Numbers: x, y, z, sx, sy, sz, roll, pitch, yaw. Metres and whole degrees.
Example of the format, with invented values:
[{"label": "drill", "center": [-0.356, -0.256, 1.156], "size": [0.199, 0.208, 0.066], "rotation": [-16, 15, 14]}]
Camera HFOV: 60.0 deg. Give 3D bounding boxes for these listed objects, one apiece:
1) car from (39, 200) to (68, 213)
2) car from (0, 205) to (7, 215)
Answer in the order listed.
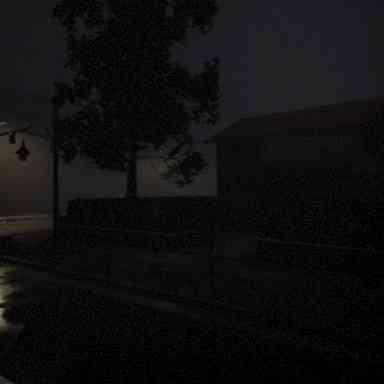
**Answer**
[{"label": "car", "center": [-16.954, 1.804, 42.047], "size": [1.812, 1.442, 4.674], "rotation": [-1, 0, 36]}, {"label": "car", "center": [-21.949, 1.844, 35.168], "size": [1.994, 1.385, 4.181], "rotation": [-1, 0, 36]}]
